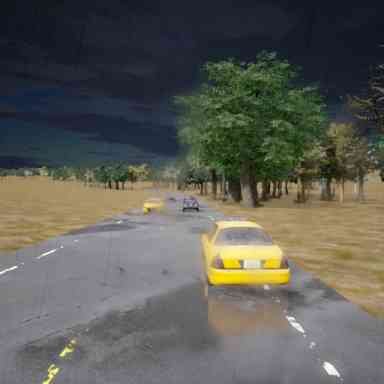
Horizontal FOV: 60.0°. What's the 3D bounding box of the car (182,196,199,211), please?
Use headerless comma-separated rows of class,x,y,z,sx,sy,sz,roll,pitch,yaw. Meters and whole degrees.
car,-0.142,1.450,38.206,2.033,1.411,5.357,0,0,-1

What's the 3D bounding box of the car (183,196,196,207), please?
car,-0.351,1.372,48.788,1.812,1.442,4.674,0,0,-1

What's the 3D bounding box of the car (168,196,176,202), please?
car,-4.197,1.350,66.168,1.895,1.301,4.718,0,0,-1

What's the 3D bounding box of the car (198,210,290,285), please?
car,1.219,1.448,9.354,1.801,1.575,5.366,0,0,0

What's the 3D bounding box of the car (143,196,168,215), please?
car,-3.771,1.401,33.671,1.882,1.535,5.008,0,0,-1
